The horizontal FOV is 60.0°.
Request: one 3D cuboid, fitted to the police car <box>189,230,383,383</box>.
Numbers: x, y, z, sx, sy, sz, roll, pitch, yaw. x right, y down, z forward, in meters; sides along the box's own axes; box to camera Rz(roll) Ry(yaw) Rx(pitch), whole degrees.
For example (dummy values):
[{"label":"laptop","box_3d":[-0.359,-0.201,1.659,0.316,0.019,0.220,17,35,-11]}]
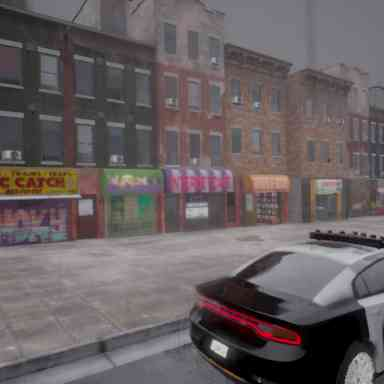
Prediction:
[{"label":"police car","box_3d":[2.392,1.423,4.984,5.238,1.638,1.930,0,0,-35]}]
